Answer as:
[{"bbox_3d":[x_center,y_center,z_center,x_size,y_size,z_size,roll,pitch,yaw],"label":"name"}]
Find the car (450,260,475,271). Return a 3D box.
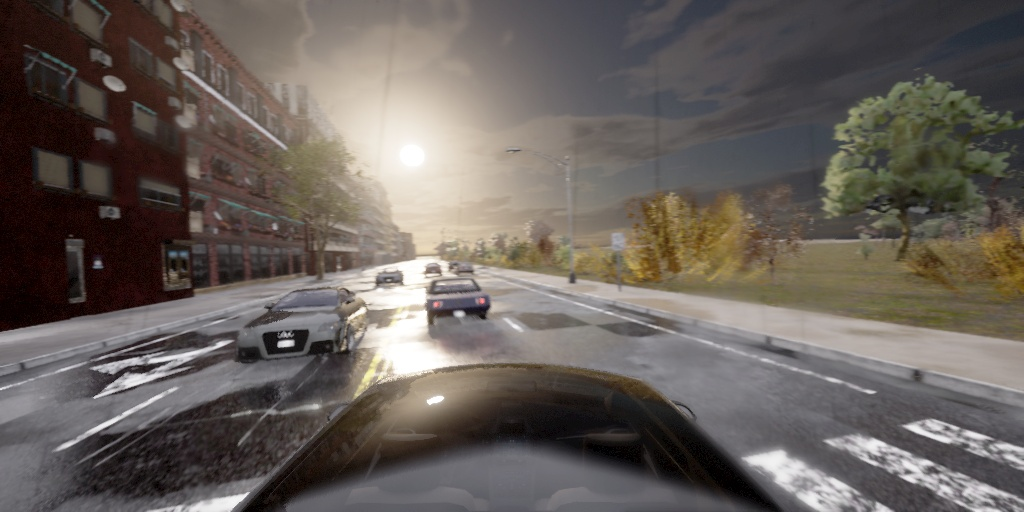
[{"bbox_3d":[-5.206,1.312,38.856,2.033,1.411,5.357,-3,0,-13],"label":"car"}]

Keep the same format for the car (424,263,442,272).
[{"bbox_3d":[-8.627,1.436,39.214,1.812,1.442,4.674,-3,1,-13],"label":"car"}]

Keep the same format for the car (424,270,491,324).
[{"bbox_3d":[-2.056,1.379,12.409,1.895,1.301,4.718,-3,0,-14],"label":"car"}]

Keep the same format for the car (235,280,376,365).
[{"bbox_3d":[-4.761,1.478,8.748,1.994,1.385,4.181,-3,1,-14],"label":"car"}]

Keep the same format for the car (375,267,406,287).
[{"bbox_3d":[-9.362,1.568,27.813,1.994,1.385,4.181,-3,0,-13],"label":"car"}]

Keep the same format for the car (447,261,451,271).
[{"bbox_3d":[-8.057,1.332,50.547,1.837,1.490,4.892,-3,1,-13],"label":"car"}]
